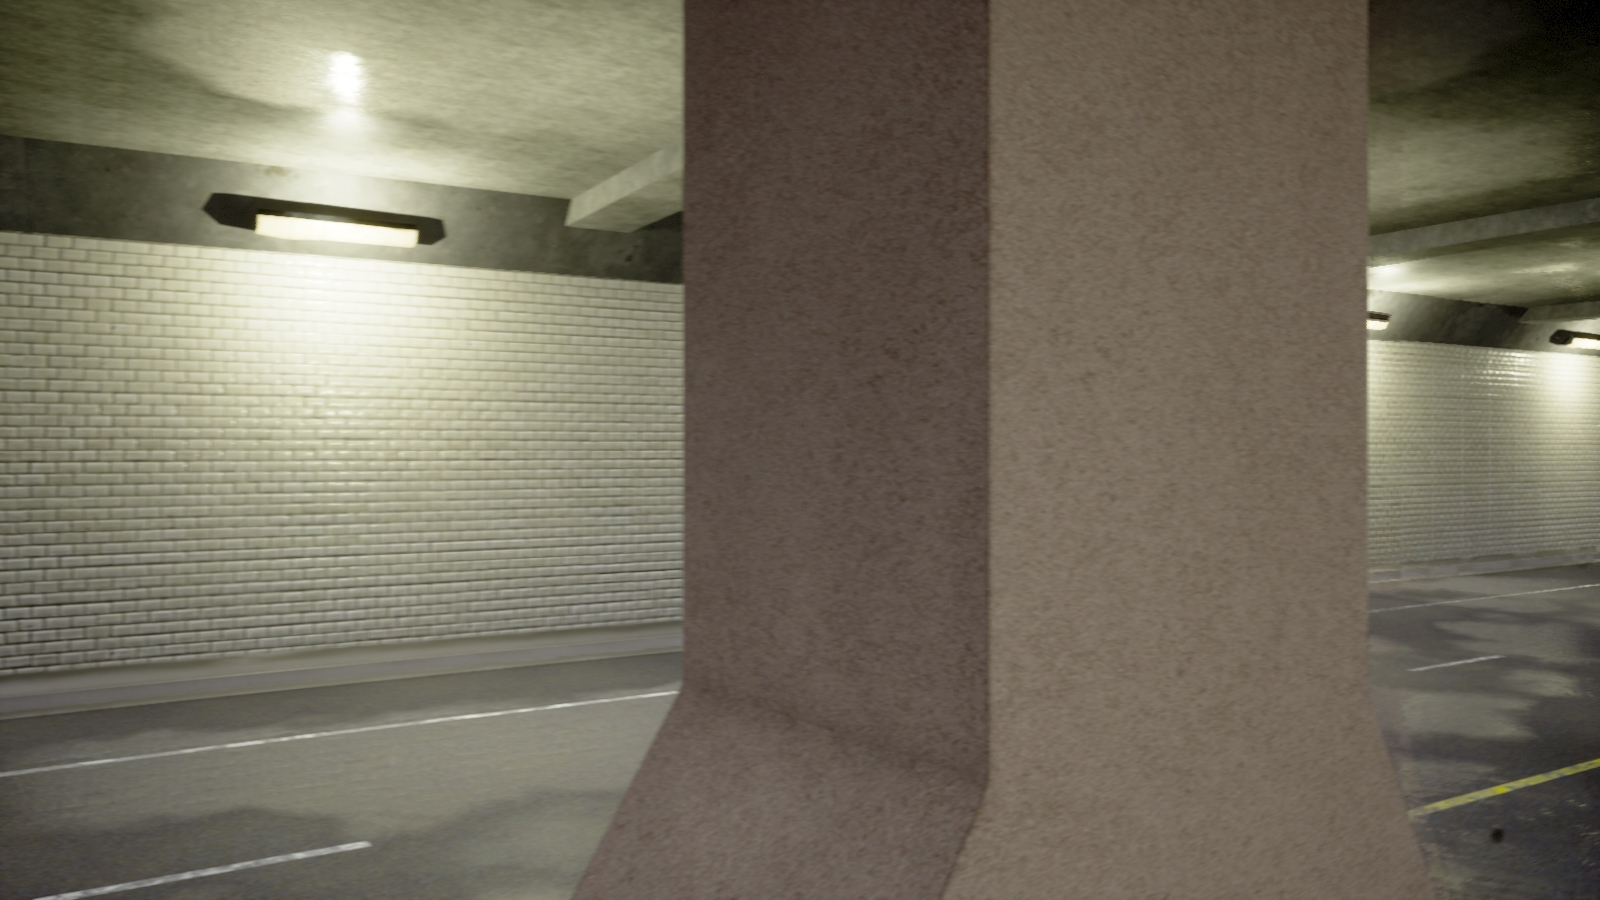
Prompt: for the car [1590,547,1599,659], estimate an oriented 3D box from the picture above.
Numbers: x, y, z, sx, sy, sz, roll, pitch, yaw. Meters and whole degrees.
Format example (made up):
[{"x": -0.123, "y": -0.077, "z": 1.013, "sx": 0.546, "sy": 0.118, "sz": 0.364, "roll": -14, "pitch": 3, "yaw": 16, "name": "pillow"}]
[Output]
[{"x": 13.345, "y": 2.060, "z": 15.714, "sx": 4.892, "sy": 1.480, "sz": 2.231, "roll": 0, "pitch": 0, "yaw": -30, "name": "car"}]
